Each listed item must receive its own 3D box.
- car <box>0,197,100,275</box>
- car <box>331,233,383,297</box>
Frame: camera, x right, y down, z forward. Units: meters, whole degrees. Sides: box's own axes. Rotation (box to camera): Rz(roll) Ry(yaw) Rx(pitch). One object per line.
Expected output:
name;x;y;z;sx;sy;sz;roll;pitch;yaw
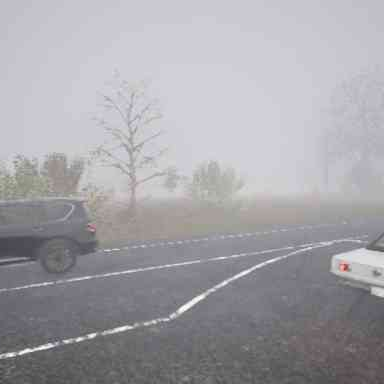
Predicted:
car;-5.377;1.227;8.970;5.566;2.045;2.150;-2;1;-29
car;5.128;1.368;6.744;4.718;1.301;1.895;-2;1;-29
